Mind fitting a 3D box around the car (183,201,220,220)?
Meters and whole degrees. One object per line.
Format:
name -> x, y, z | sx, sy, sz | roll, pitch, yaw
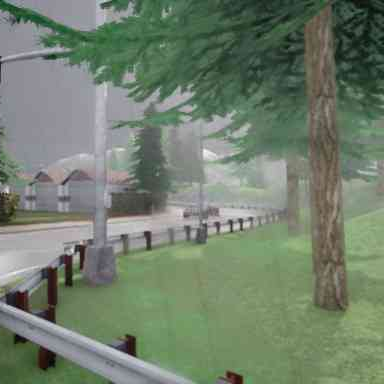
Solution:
car -> 0.933, 1.473, 27.790 | 1.812, 1.442, 4.674 | 1, 0, 25
